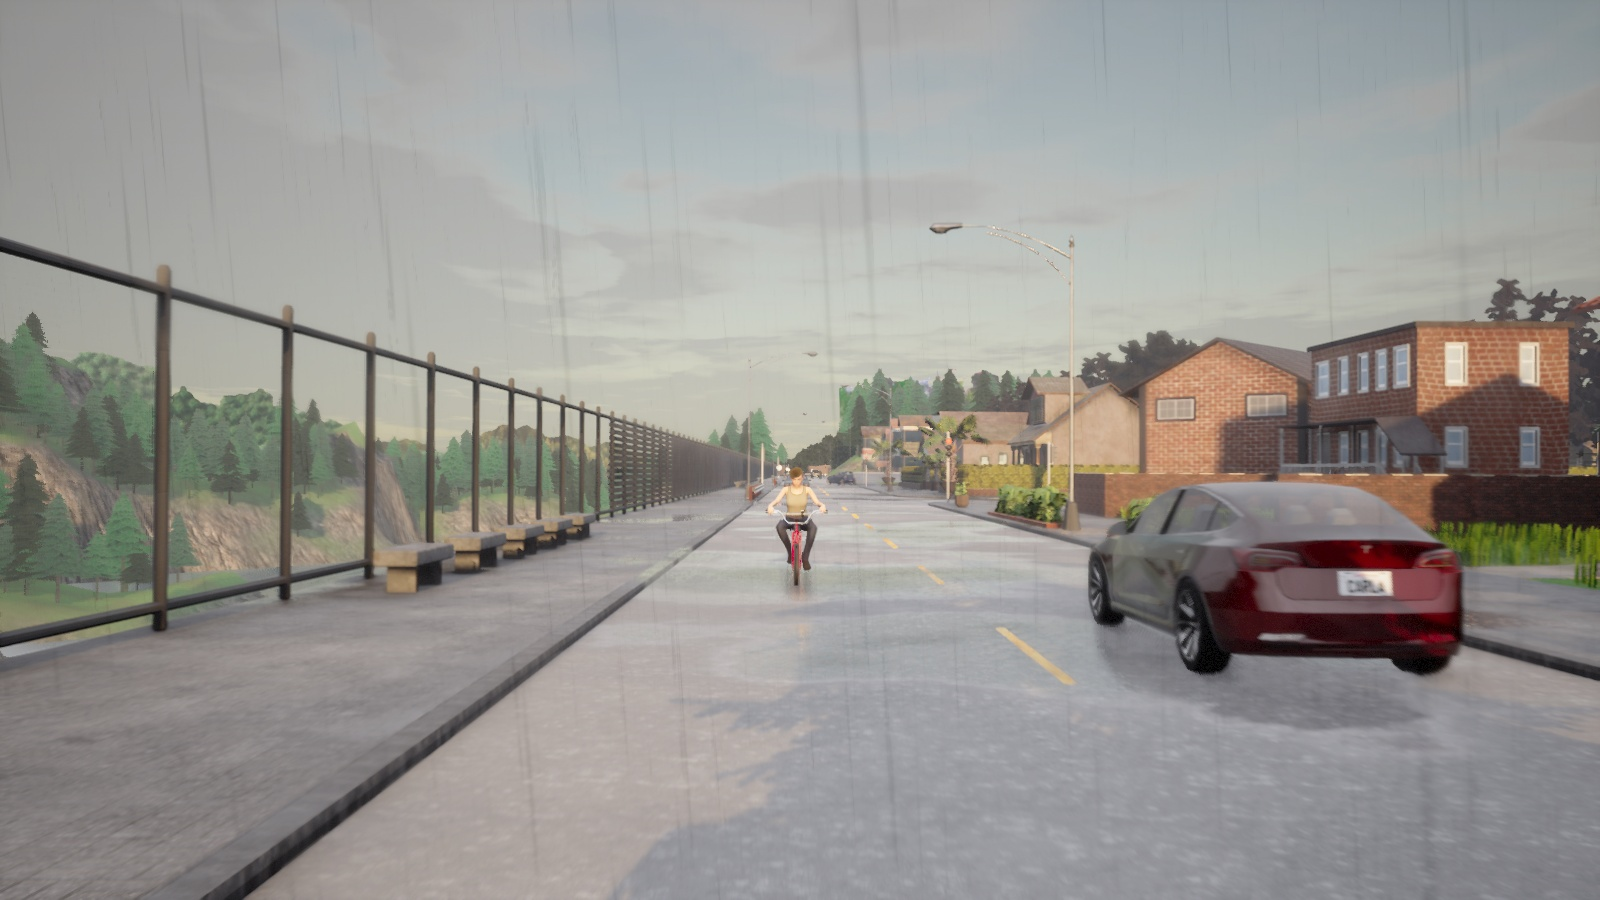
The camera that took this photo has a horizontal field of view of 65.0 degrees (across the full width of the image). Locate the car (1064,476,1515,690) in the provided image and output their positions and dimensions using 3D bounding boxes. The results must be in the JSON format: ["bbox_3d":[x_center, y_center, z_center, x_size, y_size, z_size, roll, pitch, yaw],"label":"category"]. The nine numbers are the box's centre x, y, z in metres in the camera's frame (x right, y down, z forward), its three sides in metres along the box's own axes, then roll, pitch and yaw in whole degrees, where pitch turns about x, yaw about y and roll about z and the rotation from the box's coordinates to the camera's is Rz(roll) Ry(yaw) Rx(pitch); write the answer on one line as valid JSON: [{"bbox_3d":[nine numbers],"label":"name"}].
[{"bbox_3d":[3.972,0.988,11.295,2.163,1.488,4.792,0,-1,0],"label":"car"}]

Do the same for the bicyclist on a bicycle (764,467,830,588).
[{"bbox_3d":[-0.038,1.043,17.452,0.866,1.612,1.509,0,-1,0],"label":"bicyclist on a bicycle"}]

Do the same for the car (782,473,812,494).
[{"bbox_3d":[-0.213,2.363,89.596,2.033,1.411,5.357,0,-1,0],"label":"car"}]
